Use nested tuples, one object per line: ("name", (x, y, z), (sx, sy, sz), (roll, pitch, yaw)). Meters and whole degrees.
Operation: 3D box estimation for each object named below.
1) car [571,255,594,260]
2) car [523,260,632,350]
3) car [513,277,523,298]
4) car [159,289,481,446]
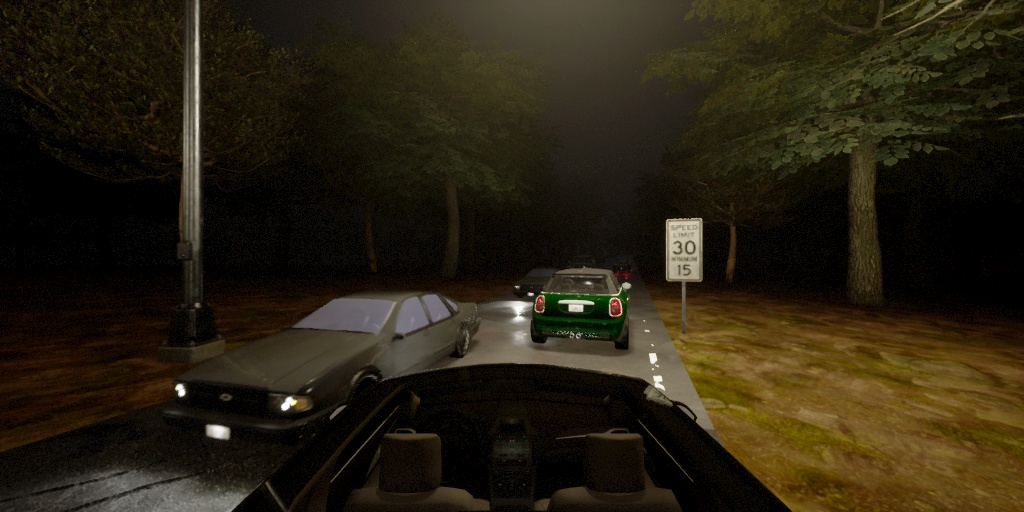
("car", (6.352, 0.964, 32.360), (2.150, 2.045, 5.566), (0, 0, 19))
("car", (1.999, 1.106, 9.467), (2.097, 1.767, 4.553), (0, 0, 18))
("car", (1.676, 1.304, 18.330), (2.033, 1.411, 5.357), (0, 0, 19))
("car", (-2.152, 1.299, 6.015), (2.033, 1.411, 5.357), (0, 0, 15))
